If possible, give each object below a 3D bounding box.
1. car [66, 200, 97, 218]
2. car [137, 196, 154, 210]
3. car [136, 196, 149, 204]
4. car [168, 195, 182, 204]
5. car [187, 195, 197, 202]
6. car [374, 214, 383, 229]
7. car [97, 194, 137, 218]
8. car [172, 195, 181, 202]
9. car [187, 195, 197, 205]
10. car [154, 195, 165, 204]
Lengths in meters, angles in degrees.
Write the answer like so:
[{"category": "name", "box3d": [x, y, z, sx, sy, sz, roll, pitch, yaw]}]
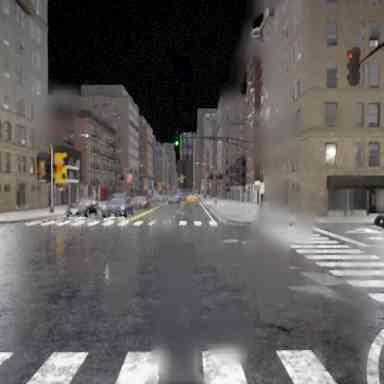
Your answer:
[{"category": "car", "box3d": [-9.834, 1.458, 30.183, 2.128, 1.511, 4.902, 0, 0, 0]}, {"category": "car", "box3d": [-6.569, 1.318, 42.567, 2.097, 1.767, 4.553, 0, 0, 0]}, {"category": "car", "box3d": [-9.730, 1.514, 65.571, 1.812, 1.442, 4.674, 0, 0, 0]}, {"category": "car", "box3d": [-3.230, 1.543, 60.754, 1.994, 1.385, 4.181, 0, 0, 0]}, {"category": "car", "box3d": [0.023, 1.388, 70.788, 2.128, 1.511, 4.902, 0, 0, 0]}, {"category": "car", "box3d": [12.556, 1.480, 18.554, 4.181, 1.385, 1.994, 0, 1, 0]}, {"category": "car", "box3d": [-6.583, 1.319, 29.847, 2.097, 1.767, 4.553, 0, 0, 0]}, {"category": "car", "box3d": [-3.227, 1.387, 70.789, 1.812, 1.442, 4.674, 0, 0, 0]}, {"category": "car", "box3d": [0.020, 1.456, 60.370, 1.882, 1.535, 5.008, 0, 0, 0]}, {"category": "car", "box3d": [-6.492, 1.335, 64.719, 2.097, 1.767, 4.553, 0, 0, 0]}]
